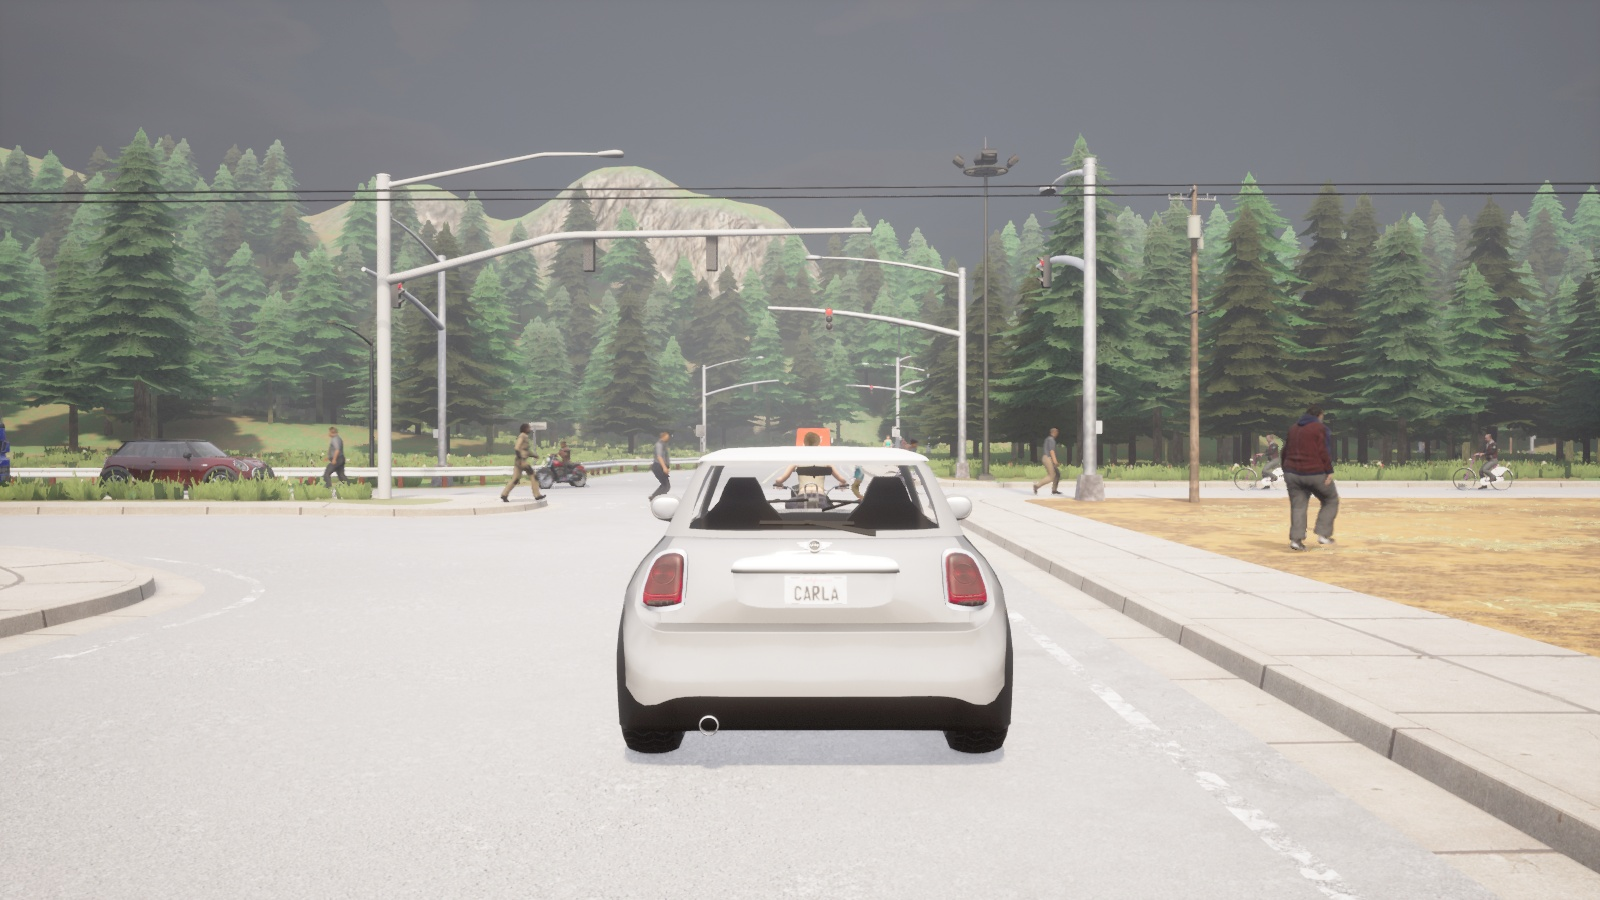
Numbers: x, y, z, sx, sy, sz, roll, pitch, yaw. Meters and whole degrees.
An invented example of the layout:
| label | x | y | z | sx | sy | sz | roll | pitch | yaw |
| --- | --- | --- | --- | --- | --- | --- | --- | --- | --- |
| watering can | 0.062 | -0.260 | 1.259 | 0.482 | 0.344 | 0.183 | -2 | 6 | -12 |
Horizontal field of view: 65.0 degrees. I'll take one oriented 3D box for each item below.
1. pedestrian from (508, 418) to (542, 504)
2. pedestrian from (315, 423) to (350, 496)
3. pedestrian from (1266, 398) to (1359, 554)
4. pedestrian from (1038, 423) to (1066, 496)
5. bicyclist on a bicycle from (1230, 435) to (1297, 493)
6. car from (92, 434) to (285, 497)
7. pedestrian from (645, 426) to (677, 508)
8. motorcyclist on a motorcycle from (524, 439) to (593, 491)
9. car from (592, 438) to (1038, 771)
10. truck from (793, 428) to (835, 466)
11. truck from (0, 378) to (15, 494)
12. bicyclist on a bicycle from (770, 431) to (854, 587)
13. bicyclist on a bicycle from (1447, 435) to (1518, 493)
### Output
| label | x | y | z | sx | sy | sz | roll | pitch | yaw |
| --- | --- | --- | --- | --- | --- | --- | --- | --- | --- |
| pedestrian | -6.261 | 0.250 | 28.571 | 0.692 | 1.930 | 0.396 | 0 | 0 | -23 |
| pedestrian | -11.933 | 0.251 | 32.072 | 0.694 | 1.848 | 0.540 | 0 | 0 | 1 |
| pedestrian | 6.274 | 0.309 | 15.372 | 0.899 | 1.844 | 0.634 | 0 | 0 | -31 |
| pedestrian | 6.493 | 0.238 | 32.351 | 0.694 | 1.848 | 0.540 | 0 | 0 | 13 |
| bicyclist on a bicycle | 14.425 | 0.424 | 39.100 | 1.843 | 1.776 | 0.659 | 0 | 0 | 1 |
| car | -17.662 | 0.430 | 36.426 | 4.553 | 1.767 | 2.097 | 0 | 0 | 1 |
| pedestrian | -3.174 | 0.389 | 28.741 | 0.694 | 1.848 | 0.540 | 0 | 0 | -2 |
| motorcyclist on a motorcycle | -7.981 | 0.478 | 41.588 | 0.766 | 1.649 | 2.350 | -3 | -1 | 33 |
| car | 0.070 | 0.672 | 7.459 | 1.970 | 1.475 | 3.806 | 0 | 0 | 0 |
| truck | 0.965 | -0.210 | 83.654 | 2.627 | 2.467 | 5.204 | 0 | 0 | 2 |
| truck | -27.785 | -0.411 | 36.683 | 7.936 | 3.462 | 2.891 | 0 | 0 | 1 |
| bicyclist on a bicycle | 0.123 | 0.607 | 13.751 | 0.866 | 1.612 | 1.509 | 0 | 0 | 0 |
| bicyclist on a bicycle | 21.146 | 0.425 | 38.926 | 1.843 | 1.776 | 0.659 | 0 | 0 | 1 |
